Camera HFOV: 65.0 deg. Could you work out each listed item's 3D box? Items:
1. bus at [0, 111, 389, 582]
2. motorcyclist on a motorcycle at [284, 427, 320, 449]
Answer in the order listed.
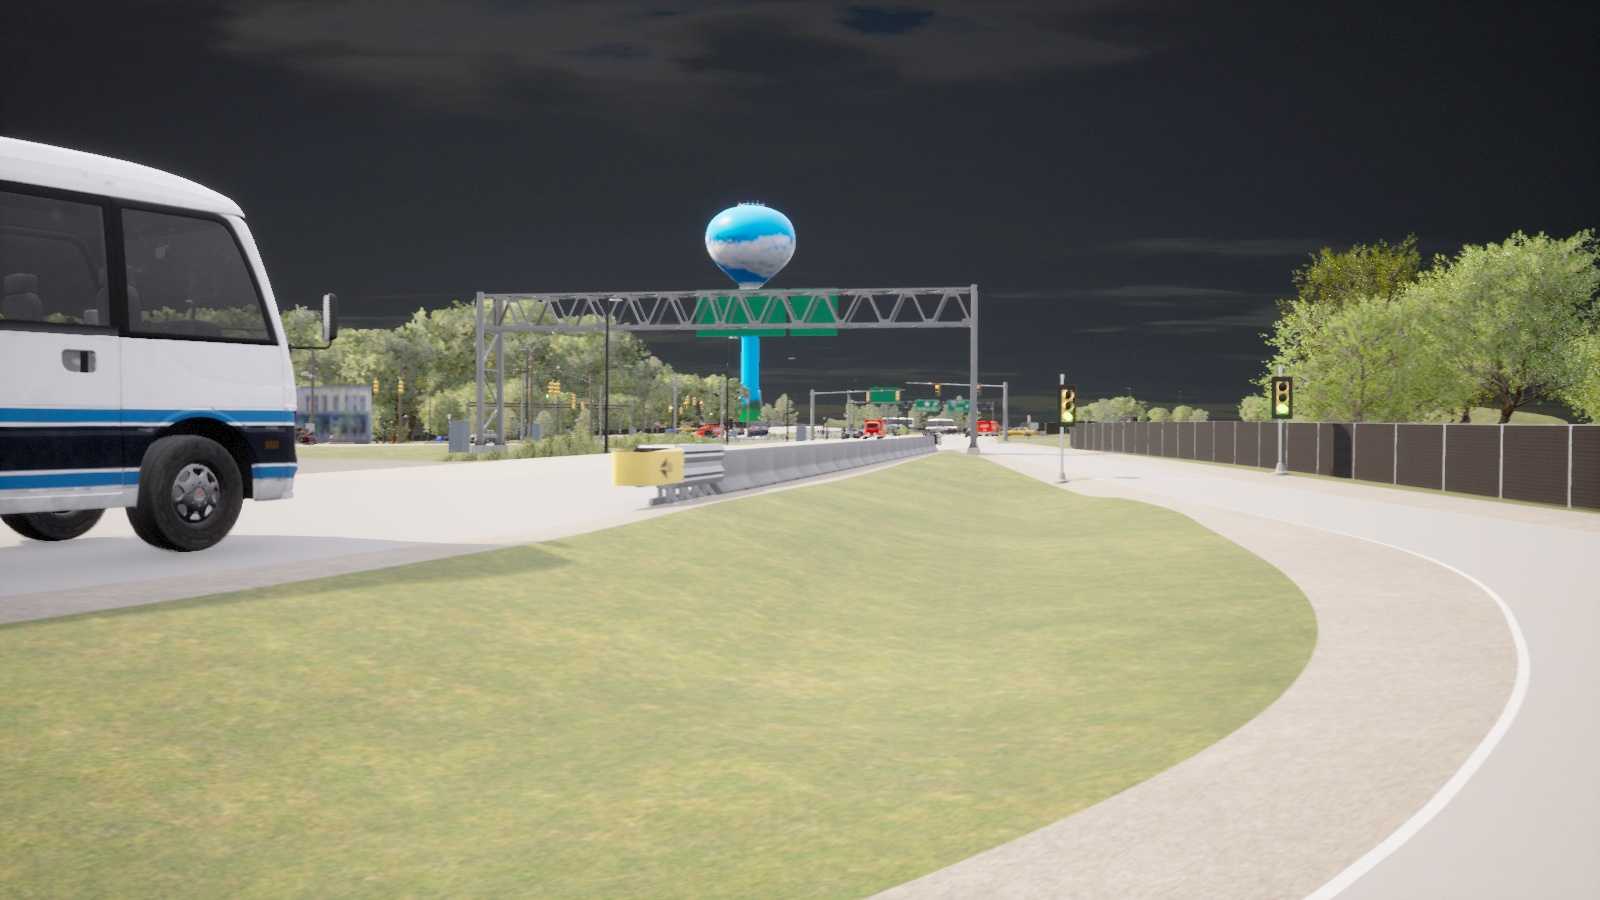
[{"bbox_3d":[-9.322,-0.929,11.716,3.944,4.253,10.273,0,1,31],"label":"bus"},{"bbox_3d":[-34.594,-0.846,87.234,0.866,1.530,2.191,0,0,33],"label":"motorcyclist on a motorcycle"}]
